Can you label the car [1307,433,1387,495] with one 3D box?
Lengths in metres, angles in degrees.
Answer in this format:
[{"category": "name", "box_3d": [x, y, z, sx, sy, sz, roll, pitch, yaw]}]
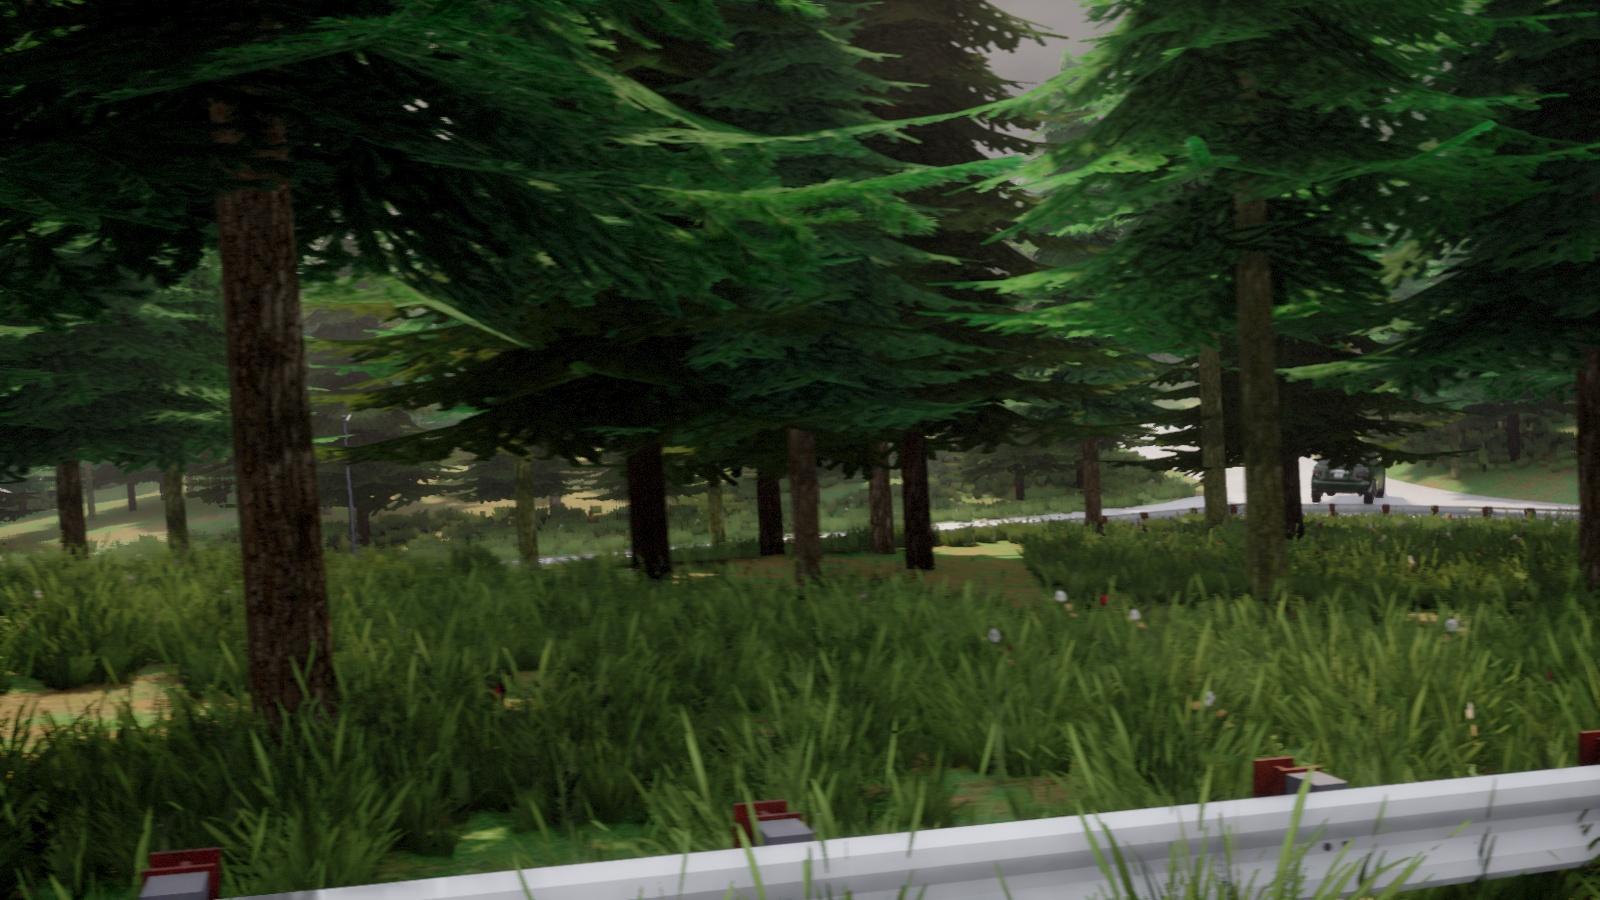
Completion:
[{"category": "car", "box_3d": [21.209, 0.468, 48.579, 2.150, 2.045, 5.566, 1, 3, 31]}]
